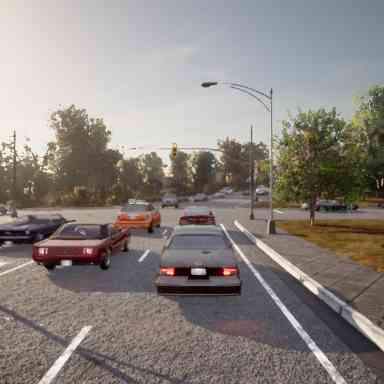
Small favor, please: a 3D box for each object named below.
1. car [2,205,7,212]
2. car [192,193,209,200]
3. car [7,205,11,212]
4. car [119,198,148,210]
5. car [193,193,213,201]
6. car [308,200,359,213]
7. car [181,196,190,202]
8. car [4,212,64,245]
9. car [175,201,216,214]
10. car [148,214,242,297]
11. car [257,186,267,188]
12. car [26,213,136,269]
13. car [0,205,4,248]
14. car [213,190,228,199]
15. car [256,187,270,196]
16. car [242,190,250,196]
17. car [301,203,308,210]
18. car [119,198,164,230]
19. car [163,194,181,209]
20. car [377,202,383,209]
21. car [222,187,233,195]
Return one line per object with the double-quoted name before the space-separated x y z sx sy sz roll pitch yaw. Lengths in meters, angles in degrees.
"car" -21.556 1.708 32.839 4.902 1.511 2.128 -1 0 4
"car" 2.041 1.028 76.652 2.033 1.411 5.357 0 2 23
"car" -22.425 1.745 36.385 4.902 1.511 2.128 -1 0 2
"car" -8.229 1.659 47.416 1.812 1.442 4.674 0 0 22
"car" 1.907 1.394 67.396 2.033 1.411 5.357 0 2 21
"car" 16.123 1.646 37.739 4.718 1.301 1.895 -1 0 4
"car" -2.126 1.520 66.648 1.895 1.301 4.718 0 2 20
"car" -6.966 1.629 14.885 1.895 1.301 4.718 0 0 1
"car" 0.330 1.518 18.539 1.882 1.535 5.008 0 0 2
"car" 0.144 1.558 8.792 2.033 1.411 5.357 0 0 0
"car" 20.017 -0.763 93.188 2.150 2.045 5.566 0 3 38
"car" -3.336 1.618 11.130 1.895 1.301 4.718 0 0 1
"car" -3.408 1.222 1.359 2.150 2.045 5.566 0 0 -1
"car" 6.050 0.904 76.917 1.812 1.442 4.674 0 3 26
"car" 17.866 0.264 83.786 1.895 1.301 4.718 0 3 33
"car" 14.325 0.261 84.711 2.128 1.511 4.902 0 3 33
"car" 16.053 1.662 41.249 4.718 1.301 1.895 -1 0 4
"car" -3.138 1.397 20.108 2.097 1.767 4.553 0 0 2
"car" -3.140 1.357 47.787 2.150 2.045 5.566 0 0 1
"car" 25.750 1.401 40.656 5.357 1.411 2.033 -2 0 3
"car" 9.130 -0.127 89.621 2.150 2.045 5.566 0 3 30
